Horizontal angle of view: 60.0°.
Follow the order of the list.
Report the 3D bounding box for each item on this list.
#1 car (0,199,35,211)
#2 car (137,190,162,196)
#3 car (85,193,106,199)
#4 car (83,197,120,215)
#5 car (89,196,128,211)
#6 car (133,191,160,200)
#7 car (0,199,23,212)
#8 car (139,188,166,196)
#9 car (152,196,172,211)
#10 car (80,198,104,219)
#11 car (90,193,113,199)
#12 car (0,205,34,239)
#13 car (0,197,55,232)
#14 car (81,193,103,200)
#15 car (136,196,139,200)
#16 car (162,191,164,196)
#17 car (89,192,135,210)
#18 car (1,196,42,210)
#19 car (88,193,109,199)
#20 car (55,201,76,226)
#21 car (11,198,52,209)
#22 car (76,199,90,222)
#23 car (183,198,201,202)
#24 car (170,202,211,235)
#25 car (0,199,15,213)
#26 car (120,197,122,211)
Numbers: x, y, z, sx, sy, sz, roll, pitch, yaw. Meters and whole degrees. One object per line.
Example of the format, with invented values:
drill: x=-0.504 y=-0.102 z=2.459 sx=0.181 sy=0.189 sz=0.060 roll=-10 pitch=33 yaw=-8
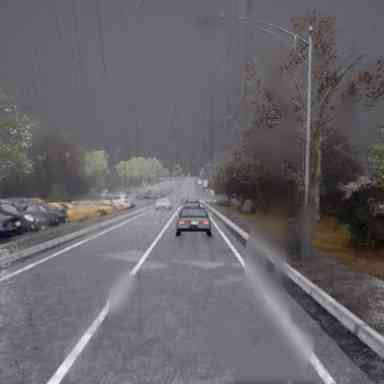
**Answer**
car: x=-23.241 y=1.620 z=42.985 sx=4.792 sy=1.488 sz=2.163 roll=0 pitch=0 yaw=0
car: x=-10.409 y=0.890 z=81.114 sx=4.553 sy=1.767 sz=2.185 roll=0 pitch=0 yaw=0
car: x=-23.461 y=1.054 z=80.955 sx=4.674 sy=1.452 sz=2.002 roll=0 pitch=0 yaw=0
car: x=-10.026 y=1.517 z=31.849 sx=5.366 sy=1.575 sz=1.946 roll=0 pitch=0 yaw=0
car: x=-10.387 y=1.553 z=37.402 sx=5.366 sy=1.575 sz=1.946 roll=0 pitch=0 yaw=0
car: x=-10.364 y=1.051 z=75.544 sx=4.792 sy=1.488 sz=2.163 roll=0 pitch=0 yaw=0
car: x=-23.273 y=1.613 z=40.215 sx=4.674 sy=1.452 sz=2.002 roll=0 pitch=0 yaw=0
car: x=-10.391 y=0.735 z=86.685 sx=5.566 sy=2.045 sz=2.435 roll=0 pitch=1 yaw=0
car: x=-3.446 y=1.531 z=40.680 sx=1.812 sy=1.442 sz=4.674 roll=0 pitch=0 yaw=0
car: x=-10.037 y=1.482 z=26.176 sx=5.366 sy=1.575 sz=1.946 roll=0 pitch=0 yaw=0
car: x=-23.628 y=0.981 z=86.660 sx=5.366 sy=1.575 sz=1.946 roll=0 pitch=1 yaw=0
car: x=-10.272 y=1.500 z=15.204 sx=4.792 sy=1.488 sz=2.163 roll=0 pitch=0 yaw=0
car: x=-10.269 y=1.341 z=17.976 sx=4.553 sy=1.767 sz=2.185 roll=0 pitch=0 yaw=0
car: x=-23.468 y=1.056 z=78.170 sx=4.674 sy=1.452 sz=2.002 roll=0 pitch=0 yaw=0
car: x=-10.156 y=1.640 z=45.730 sx=4.792 sy=1.488 sz=2.163 roll=0 pitch=0 yaw=0
car: x=-10.365 y=1.006 z=83.893 sx=5.008 sy=1.535 sz=2.097 roll=0 pitch=1 yaw=0
car: x=-10.224 y=1.323 z=40.179 sx=5.566 sy=2.045 sz=2.435 roll=0 pitch=0 yaw=0
car: x=-23.297 y=1.483 z=45.631 sx=4.553 sy=1.767 sz=2.185 roll=0 pitch=0 yaw=0
car: x=-23.479 y=1.033 z=83.867 sx=4.792 sy=1.488 sz=2.163 roll=0 pitch=0 yaw=0
car: x=-10.227 y=1.468 z=20.756 sx=4.892 sy=1.521 sz=2.231 roll=0 pitch=0 yaw=0
car: x=-23.255 y=1.626 z=48.402 sx=5.008 sy=1.535 sz=2.097 roll=0 pitch=0 yaw=0
car: x=-10.413 y=1.470 z=23.524 sx=5.366 sy=1.575 sz=1.946 roll=0 pitch=0 yaw=0
car: x=0.000 y=1.493 z=39.223 sx=2.128 sy=1.511 sz=4.902 roll=0 pitch=0 yaw=0
car: x=0.079 y=1.533 z=18.513 sx=2.033 sy=1.411 sz=5.357 roll=0 pitch=0 yaw=0
car: x=-23.095 y=1.551 z=37.444 sx=5.366 sy=1.575 sz=1.946 roll=0 pitch=0 yaw=0
car: x=-10.213 y=1.539 z=34.625 sx=4.892 sy=1.521 sz=2.231 roll=0 pitch=0 yaw=0
